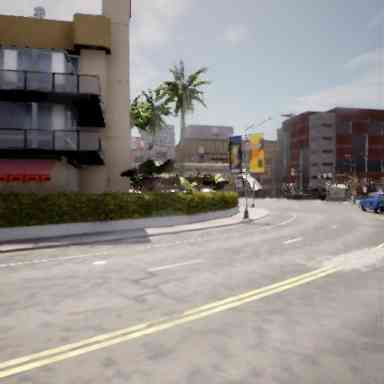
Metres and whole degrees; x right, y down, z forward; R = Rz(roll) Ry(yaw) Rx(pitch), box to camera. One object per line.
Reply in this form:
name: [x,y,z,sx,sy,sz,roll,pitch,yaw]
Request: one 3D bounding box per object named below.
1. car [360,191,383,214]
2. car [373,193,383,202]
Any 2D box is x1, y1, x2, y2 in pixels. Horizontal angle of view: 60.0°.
car: [19.337,1.116,34.485,2.150,2.045,5.566,0,0,9]
car: [38.308,1.042,65.655,2.185,1.767,4.553,0,0,-12]
